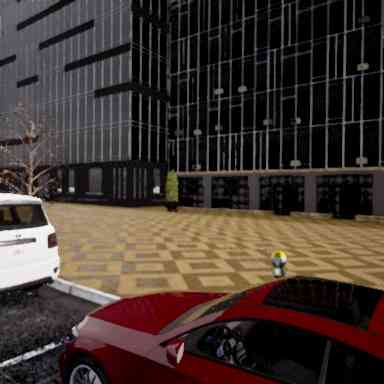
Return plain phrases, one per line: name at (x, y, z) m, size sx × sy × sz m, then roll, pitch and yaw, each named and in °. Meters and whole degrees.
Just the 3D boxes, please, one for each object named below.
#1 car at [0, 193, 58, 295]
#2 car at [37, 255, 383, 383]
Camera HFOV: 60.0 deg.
car at (-5.206, 0.999, 6.926) m, size 5.566 × 2.045 × 2.150 m, roll 2°, pitch 1°, yaw 31°
car at (0.837, 1.502, 2.839) m, size 4.674 × 1.442 × 1.812 m, roll 2°, pitch 1°, yaw 35°
